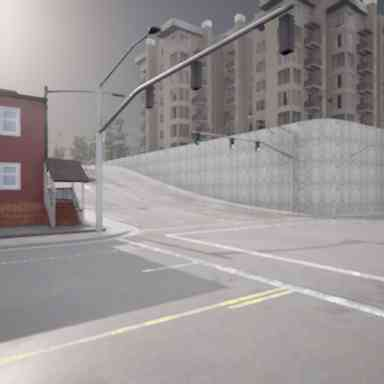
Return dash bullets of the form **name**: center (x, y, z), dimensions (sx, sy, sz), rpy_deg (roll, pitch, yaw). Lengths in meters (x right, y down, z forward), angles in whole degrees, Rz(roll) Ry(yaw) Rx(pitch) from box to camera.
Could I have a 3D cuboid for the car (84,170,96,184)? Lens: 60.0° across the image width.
- **car**: center (-13.911, -2.106, 44.675), dimensions (1.812, 1.442, 4.674), rpy_deg (0, 12, -36)
